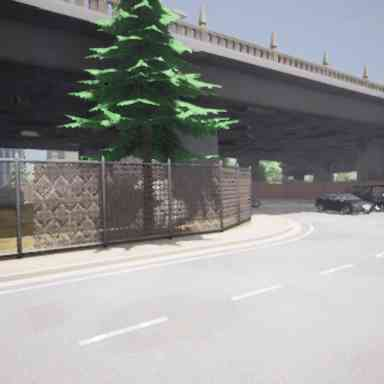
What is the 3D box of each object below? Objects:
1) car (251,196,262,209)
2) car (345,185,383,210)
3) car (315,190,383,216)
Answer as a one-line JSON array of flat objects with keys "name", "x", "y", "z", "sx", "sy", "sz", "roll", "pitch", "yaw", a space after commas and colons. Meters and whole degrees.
[{"name": "car", "x": 4.817, "y": 0.885, "z": 32.545, "sx": 1.837, "sy": 1.490, "sz": 4.892, "roll": -1, "pitch": 1, "yaw": -25}, {"name": "car", "x": 14.157, "y": 0.463, "z": 28.164, "sx": 2.150, "sy": 2.045, "sz": 5.566, "roll": -1, "pitch": 1, "yaw": -16}, {"name": "car", "x": 11.113, "y": 0.858, "z": 24.571, "sx": 2.128, "sy": 1.511, "sz": 4.902, "roll": -1, "pitch": 1, "yaw": -14}]
